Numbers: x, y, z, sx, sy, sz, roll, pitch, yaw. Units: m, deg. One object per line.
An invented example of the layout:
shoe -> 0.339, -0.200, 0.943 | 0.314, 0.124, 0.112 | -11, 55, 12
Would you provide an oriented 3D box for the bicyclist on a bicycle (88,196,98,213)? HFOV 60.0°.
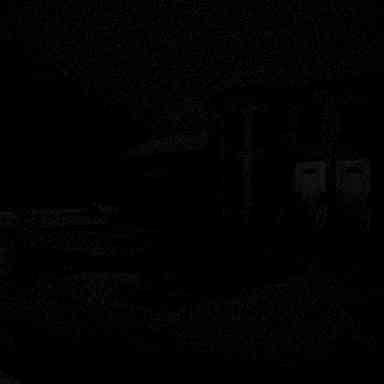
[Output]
bicyclist on a bicycle -> -9.810, 1.255, 32.847 | 1.656, 1.620, 0.582 | 1, 2, 36
